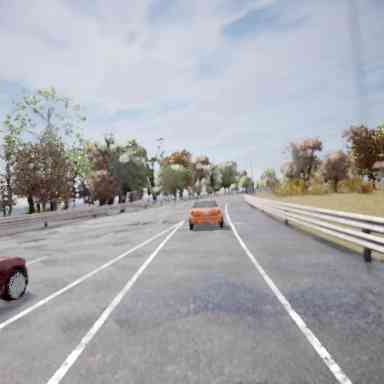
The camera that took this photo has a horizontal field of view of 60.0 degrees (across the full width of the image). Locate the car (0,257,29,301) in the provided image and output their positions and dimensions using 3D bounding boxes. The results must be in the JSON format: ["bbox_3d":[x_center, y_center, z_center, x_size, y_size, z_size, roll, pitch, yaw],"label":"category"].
[{"bbox_3d":[-5.198,1.826,6.236,1.882,1.535,5.008,-4,0,7],"label":"car"}]

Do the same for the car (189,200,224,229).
[{"bbox_3d":[0.928,1.327,21.796,2.097,1.767,4.553,-3,-2,3],"label":"car"}]
